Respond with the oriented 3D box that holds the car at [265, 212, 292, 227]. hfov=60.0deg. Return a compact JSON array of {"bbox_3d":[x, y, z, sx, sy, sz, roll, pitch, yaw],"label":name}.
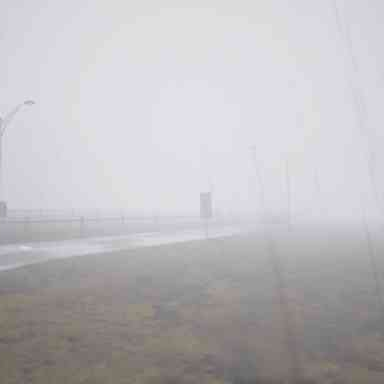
[{"bbox_3d":[9.808,3.069,37.621,1.837,1.490,4.892,-2,-3,35],"label":"car"}]
